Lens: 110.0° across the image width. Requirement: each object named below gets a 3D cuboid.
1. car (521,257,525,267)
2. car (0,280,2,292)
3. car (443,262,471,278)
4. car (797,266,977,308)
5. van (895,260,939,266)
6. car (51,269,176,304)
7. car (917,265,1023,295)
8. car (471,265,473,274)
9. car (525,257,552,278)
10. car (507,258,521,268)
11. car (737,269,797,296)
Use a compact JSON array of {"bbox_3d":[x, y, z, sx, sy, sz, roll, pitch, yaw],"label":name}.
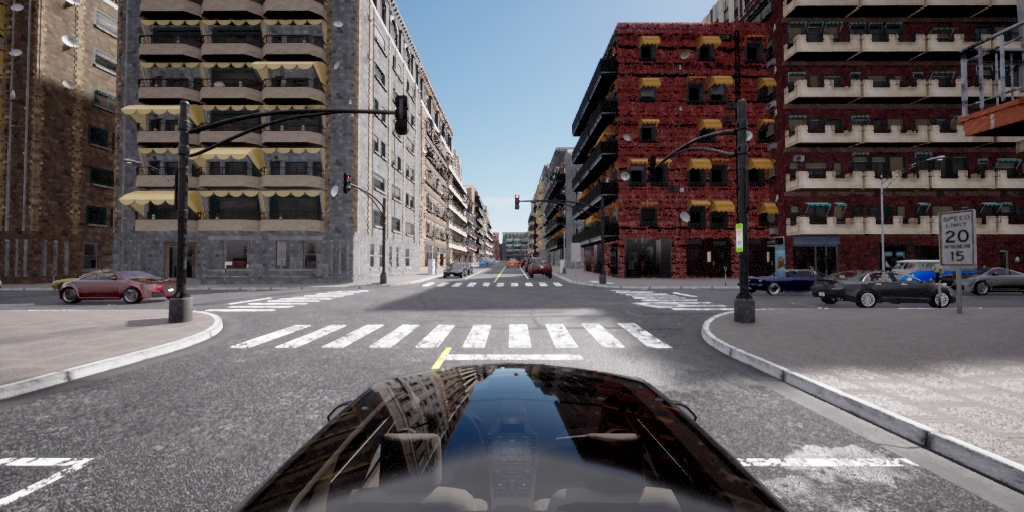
[{"bbox_3d":[2.622,1.091,44.818,2.192,1.841,5.009,0,0,0],"label":"car"},{"bbox_3d":[-26.678,1.028,16.023,5.566,2.045,2.150,0,-1,0],"label":"car"},{"bbox_3d":[-5.274,1.331,33.659,1.948,1.339,4.313,0,0,0],"label":"car"},{"bbox_3d":[13.760,1.187,13.387,4.403,1.370,2.007,0,0,0],"label":"car"},{"bbox_3d":[24.928,1.117,21.225,3.998,1.789,1.690,0,0,0],"label":"van"},{"bbox_3d":[-17.189,1.341,15.981,4.181,1.385,1.994,0,-1,0],"label":"car"},{"bbox_3d":[24.579,1.290,18.777,4.181,1.385,1.994,0,-1,0],"label":"car"},{"bbox_3d":[-5.267,1.335,39.220,1.948,1.339,4.313,0,0,0],"label":"car"},{"bbox_3d":[2.608,1.080,33.694,2.192,1.841,5.009,0,0,0],"label":"car"},{"bbox_3d":[0.177,1.183,63.728,2.097,1.767,4.553,0,0,0],"label":"car"},{"bbox_3d":[14.574,1.349,18.812,4.718,1.301,1.895,0,-1,-2],"label":"car"}]
